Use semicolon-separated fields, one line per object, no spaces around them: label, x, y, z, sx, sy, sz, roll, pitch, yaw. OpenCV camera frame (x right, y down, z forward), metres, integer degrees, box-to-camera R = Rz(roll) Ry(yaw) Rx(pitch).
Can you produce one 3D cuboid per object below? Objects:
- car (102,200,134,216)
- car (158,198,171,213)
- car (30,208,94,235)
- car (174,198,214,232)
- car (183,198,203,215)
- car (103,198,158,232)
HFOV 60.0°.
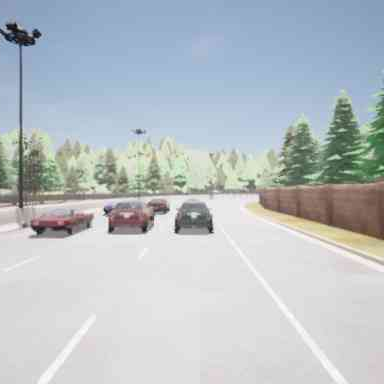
car;-6.894;1.460;31.665;1.895;1.301;4.718;0;0;1
car;-3.319;1.326;34.214;1.882;1.535;5.008;0;1;2
car;-6.901;1.520;18.266;1.895;1.301;4.718;0;0;0
car;0.100;1.265;19.342;2.097;1.767;4.553;0;0;0
car;0.129;1.359;33.043;1.837;1.490;4.892;0;1;2
car;-3.411;1.264;19.508;2.097;1.767;4.553;0;0;0
